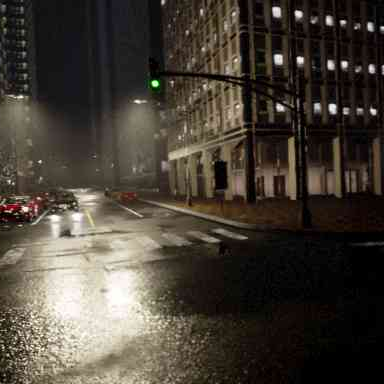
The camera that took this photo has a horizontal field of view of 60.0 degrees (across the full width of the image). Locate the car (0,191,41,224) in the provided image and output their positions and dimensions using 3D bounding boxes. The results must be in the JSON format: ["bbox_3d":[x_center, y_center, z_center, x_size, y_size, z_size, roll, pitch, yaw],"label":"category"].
[{"bbox_3d":[-10.784,0.991,20.478,1.967,1.590,4.097,-2,2,-19],"label":"car"}]

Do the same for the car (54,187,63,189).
[{"bbox_3d":[-23.740,0.080,57.280,1.887,1.381,4.507,-2,2,-19],"label":"car"}]

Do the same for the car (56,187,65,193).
[{"bbox_3d":[-32.996,-0.643,83.565,1.887,1.381,4.507,-2,2,-19],"label":"car"}]

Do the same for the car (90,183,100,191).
[{"bbox_3d":[-25.130,-1.295,86.405,2.192,1.841,5.009,-2,2,-19],"label":"car"}]

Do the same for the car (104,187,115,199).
[{"bbox_3d":[-10.367,0.070,44.502,1.752,1.417,4.829,-2,2,-19],"label":"car"}]

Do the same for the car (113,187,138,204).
[{"bbox_3d":[-6.606,0.421,33.825,1.802,1.307,4.206,-2,2,-19],"label":"car"}]

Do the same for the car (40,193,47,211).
[{"bbox_3d":[-12.633,0.988,25.740,1.802,1.307,4.206,-2,2,-19],"label":"car"}]

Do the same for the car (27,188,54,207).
[{"bbox_3d":[-14.489,0.576,30.988,2.192,1.841,5.009,-2,2,-19],"label":"car"}]

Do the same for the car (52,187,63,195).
[{"bbox_3d":[-27.442,-0.209,67.794,1.887,1.381,4.507,-2,2,-19],"label":"car"}]

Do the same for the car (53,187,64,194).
[{"bbox_3d":[-29.293,-0.348,73.051,2.008,1.369,4.403,-2,2,-19],"label":"car"}]

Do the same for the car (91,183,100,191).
[{"bbox_3d":[-23.273,-0.921,81.154,1.887,1.381,4.507,-2,2,-19],"label":"car"}]

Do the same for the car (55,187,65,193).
[{"bbox_3d":[-31.144,-0.478,78.308,1.947,1.339,4.313,-2,2,-19],"label":"car"}]

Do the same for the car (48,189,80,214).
[{"bbox_3d":[-9.935,0.807,26.119,1.837,1.490,4.892,-3,3,-19],"label":"car"}]

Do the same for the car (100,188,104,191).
[{"bbox_3d":[-12.162,-0.030,49.602,1.947,1.339,4.313,-2,2,-19],"label":"car"}]
